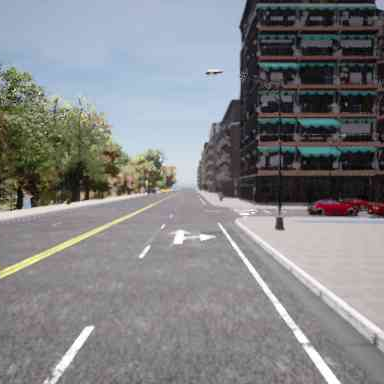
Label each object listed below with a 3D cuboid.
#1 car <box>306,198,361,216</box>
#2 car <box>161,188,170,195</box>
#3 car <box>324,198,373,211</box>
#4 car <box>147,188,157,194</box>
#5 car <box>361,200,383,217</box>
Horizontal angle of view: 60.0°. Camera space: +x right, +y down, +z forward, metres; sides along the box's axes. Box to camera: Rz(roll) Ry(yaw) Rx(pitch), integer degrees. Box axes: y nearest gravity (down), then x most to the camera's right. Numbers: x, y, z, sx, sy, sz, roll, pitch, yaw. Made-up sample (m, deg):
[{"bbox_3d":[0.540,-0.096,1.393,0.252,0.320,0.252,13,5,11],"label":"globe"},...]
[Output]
[{"bbox_3d":[12.214,1.319,29.040,4.181,1.385,1.994,1,1,0],"label":"car"},{"bbox_3d":[-6.492,-0.196,81.197,1.882,1.535,5.008,0,1,0],"label":"car"},{"bbox_3d":[16.303,1.299,34.733,4.206,1.307,1.802,1,0,0],"label":"car"},{"bbox_3d":[-9.742,-0.174,81.198,1.837,1.490,4.892,0,1,0],"label":"car"},{"bbox_3d":[16.352,1.397,26.387,4.507,1.381,1.887,1,0,0],"label":"car"}]
